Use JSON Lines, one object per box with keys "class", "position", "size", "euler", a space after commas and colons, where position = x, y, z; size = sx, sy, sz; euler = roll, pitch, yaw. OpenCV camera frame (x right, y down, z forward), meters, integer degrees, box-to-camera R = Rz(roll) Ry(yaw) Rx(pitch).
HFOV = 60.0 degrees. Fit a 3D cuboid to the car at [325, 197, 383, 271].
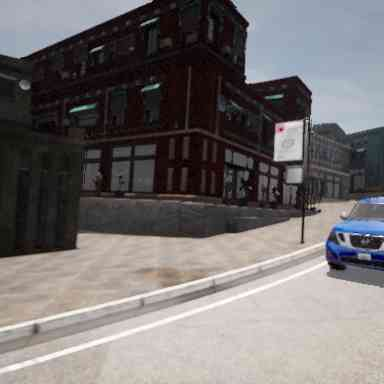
{"class": "car", "position": [5.997, 1.189, 10.080], "size": [2.150, 2.045, 5.566], "euler": [1, 1, 42]}
